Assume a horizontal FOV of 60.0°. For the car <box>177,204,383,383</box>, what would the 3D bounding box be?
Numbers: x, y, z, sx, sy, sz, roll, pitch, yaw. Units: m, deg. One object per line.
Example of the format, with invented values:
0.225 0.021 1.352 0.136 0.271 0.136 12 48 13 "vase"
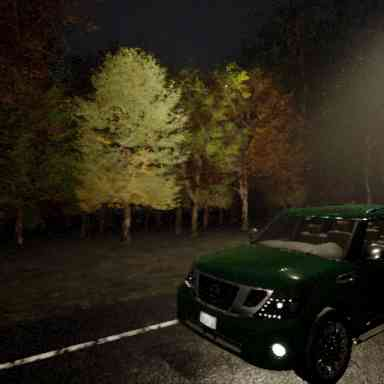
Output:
2.447 1.259 5.743 5.566 2.045 2.150 0 0 -36 "car"
